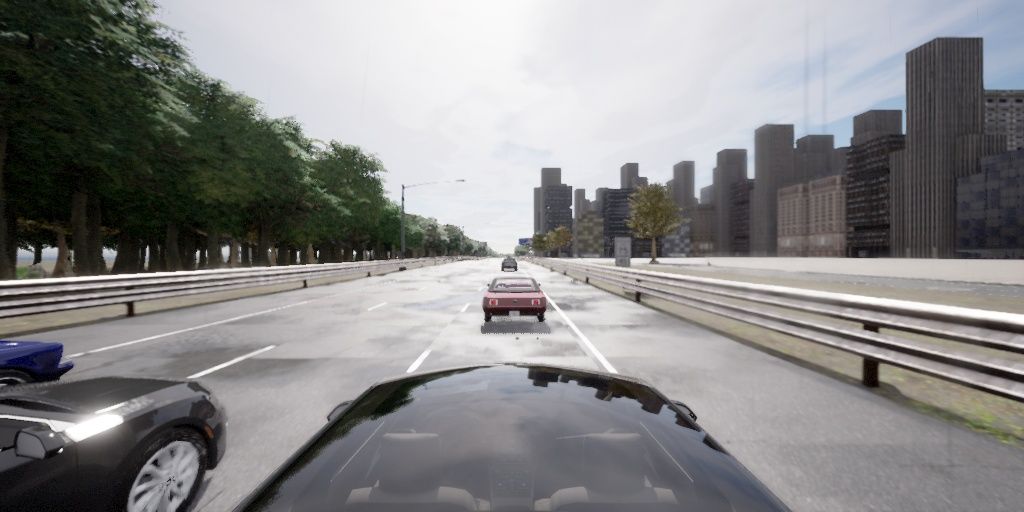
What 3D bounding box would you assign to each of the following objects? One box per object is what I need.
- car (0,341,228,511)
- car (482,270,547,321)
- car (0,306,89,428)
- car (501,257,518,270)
[{"bbox_3d":[-3.406,1.255,1.132,1.837,1.490,4.892,0,0,0],"label":"car"},{"bbox_3d":[0.066,1.338,12.419,1.895,1.301,4.718,0,0,0],"label":"car"},{"bbox_3d":[-6.905,1.352,2.689,1.895,1.301,4.718,0,0,0],"label":"car"},{"bbox_3d":[-0.331,0.942,44.527,2.033,1.649,4.856,0,1,-1],"label":"car"}]
